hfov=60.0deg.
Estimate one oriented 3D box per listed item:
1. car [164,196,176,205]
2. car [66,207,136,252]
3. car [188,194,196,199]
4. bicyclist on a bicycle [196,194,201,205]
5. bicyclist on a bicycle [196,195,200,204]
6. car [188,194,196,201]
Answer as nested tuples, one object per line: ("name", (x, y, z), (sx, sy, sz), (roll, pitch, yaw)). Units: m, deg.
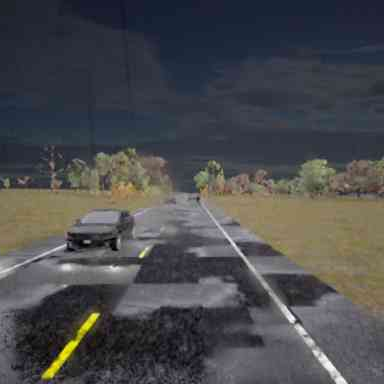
("car", (-3.543, 1.390, 54.881), (2.033, 1.411, 5.357), (0, 0, 1))
("car", (-3.598, 1.439, 13.915), (1.882, 1.535, 5.008), (0, 0, 0))
("car", (0.014, 1.213, 92.084), (2.033, 1.411, 5.357), (0, 0, 0))
("bicyclist on a bicycle", (0.970, 1.233, 48.084), (0.659, 1.776, 1.843), (0, 0, 0))
("bicyclist on a bicycle", (0.972, 1.290, 56.605), (0.582, 1.620, 1.656), (0, 0, 0))
("car", (0.012, 1.309, 77.657), (2.033, 1.411, 5.357), (0, 0, 0))
